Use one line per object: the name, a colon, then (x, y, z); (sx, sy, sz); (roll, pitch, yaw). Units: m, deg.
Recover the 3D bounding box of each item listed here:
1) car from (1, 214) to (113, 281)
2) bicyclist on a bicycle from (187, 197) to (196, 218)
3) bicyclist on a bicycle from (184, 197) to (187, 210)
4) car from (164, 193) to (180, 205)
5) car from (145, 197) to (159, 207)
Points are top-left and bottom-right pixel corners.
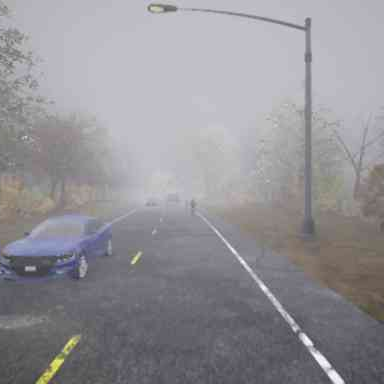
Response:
car: (-3.741, 1.478, 10.085); (1.882, 1.535, 5.008); (0, 0, -1)
bicyclist on a bicycle: (0.104, 1.425, 29.066); (0.582, 1.620, 1.656); (0, 0, -3)
bicyclist on a bicycle: (-0.598, 1.388, 39.252); (0.866, 1.612, 1.509); (0, 0, -4)
car: (-3.345, 1.131, 58.794); (2.150, 2.045, 5.566); (0, 0, -6)
car: (-6.108, 1.480, 50.689); (2.033, 1.411, 5.357); (0, 0, -5)
